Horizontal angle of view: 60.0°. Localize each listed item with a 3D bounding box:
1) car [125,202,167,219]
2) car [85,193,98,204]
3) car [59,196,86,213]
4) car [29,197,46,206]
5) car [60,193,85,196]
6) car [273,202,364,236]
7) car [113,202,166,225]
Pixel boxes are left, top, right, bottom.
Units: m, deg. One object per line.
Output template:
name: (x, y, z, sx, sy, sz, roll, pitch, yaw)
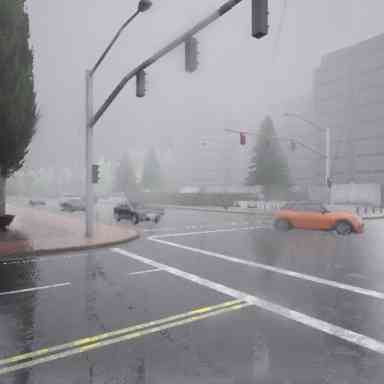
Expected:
car: (-4.312, 1.600, 30.607, 1.895, 1.301, 4.718, 0, 0, -36)
car: (-20.404, 1.221, 65.377, 2.150, 2.045, 5.566, 0, 0, -36)
car: (-12.943, 1.504, 36.635, 1.837, 1.490, 4.892, 0, 0, -36)
car: (-24.988, 1.531, 53.584, 1.812, 1.442, 4.674, 0, 0, -36)
car: (-18.638, 1.223, 50.641, 2.150, 2.045, 5.566, 0, 0, -35)
car: (6.892, 1.351, 18.308, 4.553, 1.767, 2.097, 0, 0, 30)
car: (-4.107, 1.491, 24.339, 2.128, 1.511, 4.902, 0, 0, -36)
